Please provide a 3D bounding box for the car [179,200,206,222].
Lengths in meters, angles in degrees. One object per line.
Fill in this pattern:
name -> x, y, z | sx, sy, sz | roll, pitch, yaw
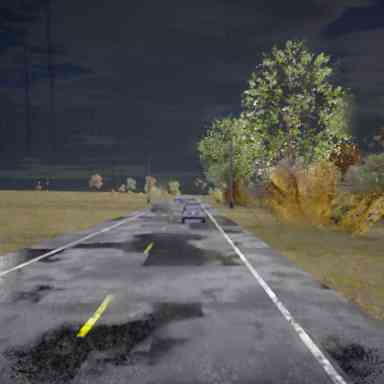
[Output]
car -> 0.107, 1.596, 26.414 | 2.033, 1.411, 5.357 | 0, 0, 0

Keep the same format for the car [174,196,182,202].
car -> -3.470, 1.642, 82.659 | 1.882, 1.535, 5.008 | 0, 0, 0

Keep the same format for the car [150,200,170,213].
car -> -3.583, 1.618, 38.177 | 2.033, 1.411, 5.357 | 0, 0, 0
